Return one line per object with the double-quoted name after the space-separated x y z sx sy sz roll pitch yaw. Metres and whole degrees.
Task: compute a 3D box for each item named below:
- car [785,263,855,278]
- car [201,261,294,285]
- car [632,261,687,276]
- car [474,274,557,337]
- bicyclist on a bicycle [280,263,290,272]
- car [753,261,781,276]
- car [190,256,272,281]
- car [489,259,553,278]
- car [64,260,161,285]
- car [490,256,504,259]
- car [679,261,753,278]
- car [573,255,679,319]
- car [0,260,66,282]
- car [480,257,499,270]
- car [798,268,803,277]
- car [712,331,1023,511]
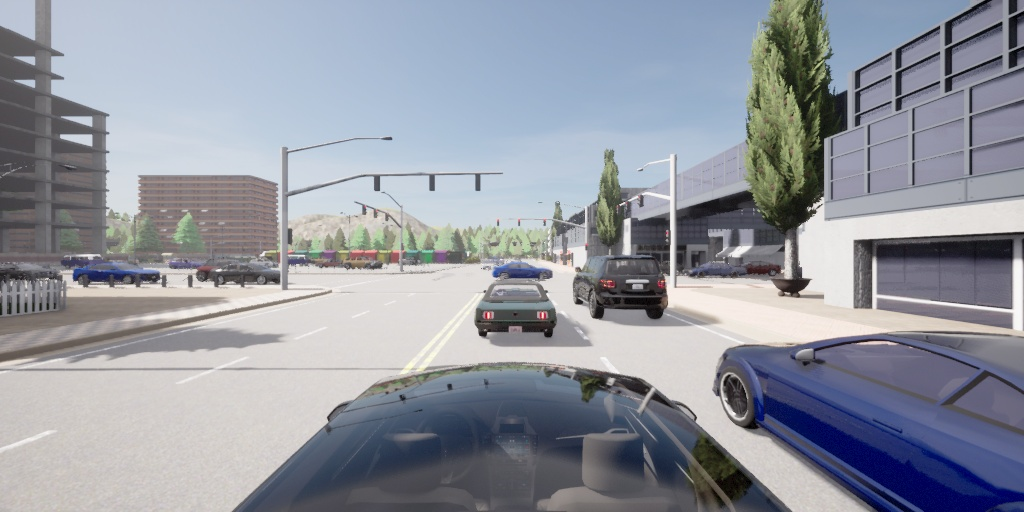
28.286 1.360 33.033 4.718 1.301 1.895 0 0 0 "car"
-18.584 1.261 25.372 4.892 1.490 1.837 0 0 0 "car"
15.014 1.265 36.656 4.892 1.490 1.837 0 0 1 "car"
0.106 1.353 10.231 1.895 1.301 4.718 0 0 1 "car"
-25.254 1.063 39.873 0.582 1.620 1.656 0 0 0 "bicyclist on a bicycle"
24.501 1.238 36.568 5.008 1.535 1.882 0 0 1 "car"
-22.525 1.110 28.884 4.553 1.767 2.097 0 0 0 "car"
0.818 1.235 29.350 5.008 1.535 1.882 0 0 -2 "car"
-27.865 1.234 25.396 5.008 1.535 1.882 0 0 0 "car"
-3.149 0.988 61.343 2.150 2.045 5.566 0 0 2 "car"
18.702 1.307 33.122 5.357 1.411 2.033 0 0 1 "car"
3.626 0.975 12.956 2.150 2.045 5.566 0 0 1 "car"
-39.568 1.283 28.943 4.674 1.442 1.812 0 0 0 "car"
-3.424 1.290 51.499 1.812 1.442 4.674 0 0 3 "car"
26.186 1.284 29.351 4.674 1.442 1.812 0 0 1 "car"
3.606 1.314 2.991 1.994 1.385 4.181 0 0 0 "car"
